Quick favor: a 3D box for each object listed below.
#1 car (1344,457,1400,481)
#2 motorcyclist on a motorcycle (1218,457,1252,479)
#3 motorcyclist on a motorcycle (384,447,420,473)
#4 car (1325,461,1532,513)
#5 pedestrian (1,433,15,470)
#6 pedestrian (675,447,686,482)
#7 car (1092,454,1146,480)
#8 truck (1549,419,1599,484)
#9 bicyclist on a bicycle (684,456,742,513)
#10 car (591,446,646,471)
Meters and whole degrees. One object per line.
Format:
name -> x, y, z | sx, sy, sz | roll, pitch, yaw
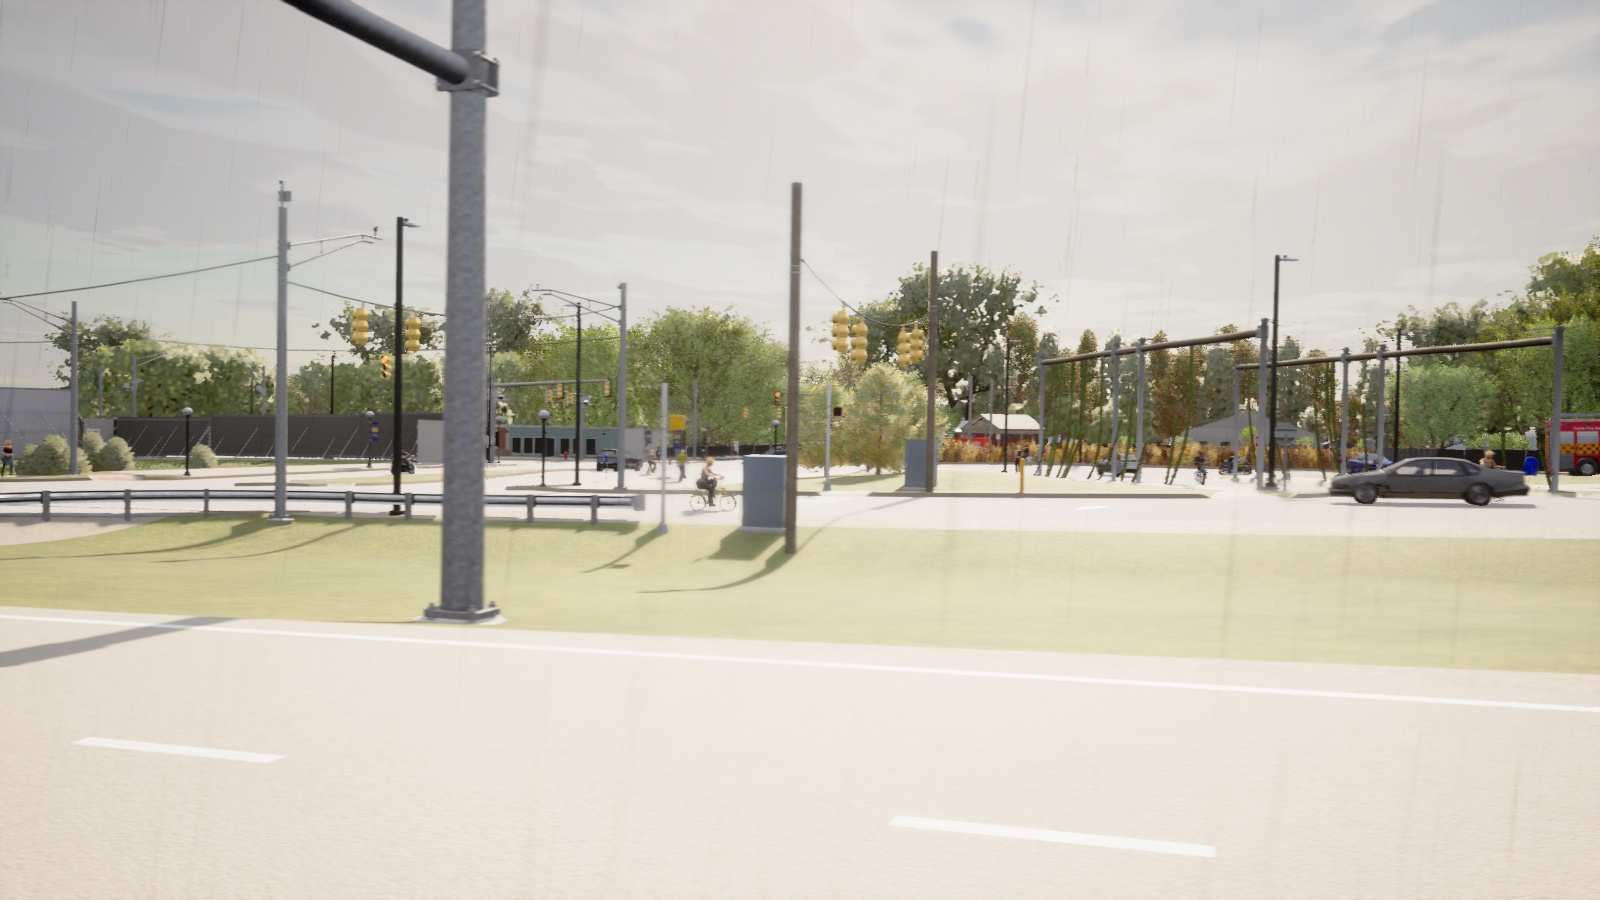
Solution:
car -> 38.082, 1.264, 83.705 | 1.882, 1.535, 5.008 | 0, 0, 6
motorcyclist on a motorcycle -> 30.349, 1.254, 87.579 | 2.191, 1.530, 0.866 | 1, 1, 20
motorcyclist on a motorcycle -> -23.568, 0.580, 74.367 | 0.866, 1.530, 2.191 | 1, 1, 18
car -> 18.572, 1.053, 37.433 | 5.357, 1.411, 2.033 | 0, 1, 22
pedestrian -> -39.624, 0.090, 62.826 | 0.594, 1.836, 0.345 | 2, 2, 28
pedestrian -> -6.406, 0.767, 67.437 | 0.354, 1.836, 0.706 | 2, 1, 15
car -> 21.787, 1.137, 85.940 | 2.007, 1.525, 4.514 | 1, 2, -8
truck -> 49.934, 0.087, 75.089 | 8.468, 3.827, 2.891 | 0, 0, 20
bicyclist on a bicycle -> -2.562, 0.999, 37.032 | 1.509, 1.612, 0.866 | 0, 1, 18
car -> -12.659, 0.607, 87.797 | 2.033, 1.649, 4.856 | 1, -1, 15
